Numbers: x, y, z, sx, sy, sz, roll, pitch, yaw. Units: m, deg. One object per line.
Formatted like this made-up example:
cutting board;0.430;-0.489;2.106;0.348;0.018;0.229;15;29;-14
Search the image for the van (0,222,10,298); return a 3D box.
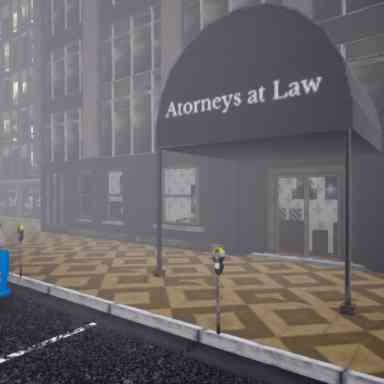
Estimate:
van;-5.327;1.341;6.698;3.998;1.788;1.690;0;0;36
